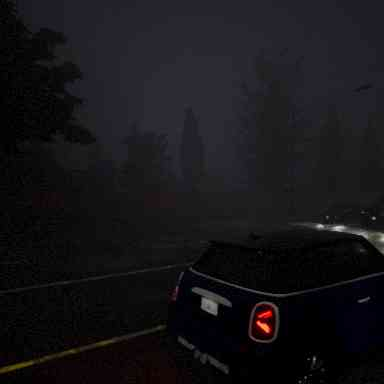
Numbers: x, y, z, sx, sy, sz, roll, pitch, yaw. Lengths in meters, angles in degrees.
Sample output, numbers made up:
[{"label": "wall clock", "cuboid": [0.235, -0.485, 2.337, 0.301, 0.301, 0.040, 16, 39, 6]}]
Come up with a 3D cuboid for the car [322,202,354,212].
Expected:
[{"label": "car", "cuboid": [11.664, 1.566, 25.224, 4.892, 1.490, 1.837, 0, 0, -36]}]

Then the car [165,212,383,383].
[{"label": "car", "cuboid": [1.933, 1.363, 5.126, 4.553, 1.767, 2.097, 0, 0, -36]}]

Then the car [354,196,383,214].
[{"label": "car", "cuboid": [13.534, 1.282, 22.254, 5.566, 2.045, 2.150, 0, 0, -36]}]
